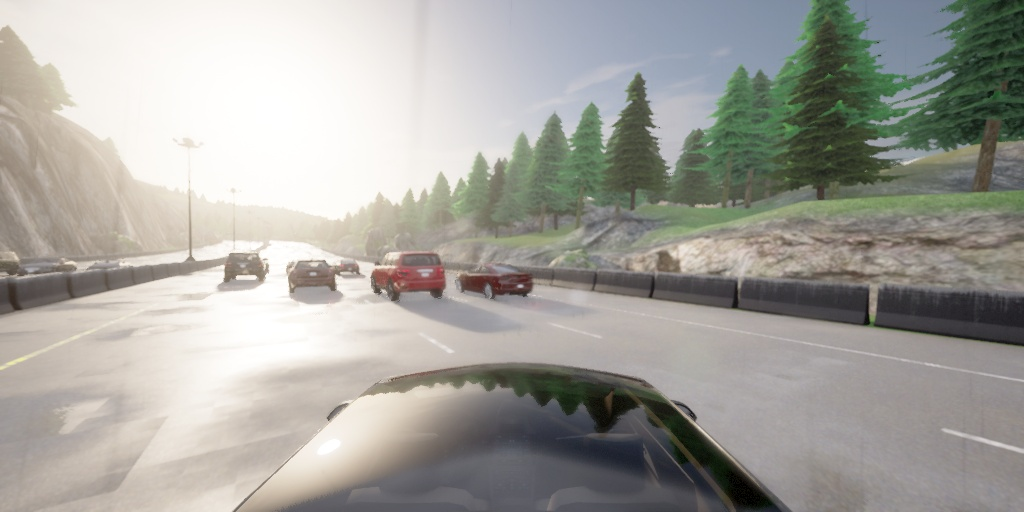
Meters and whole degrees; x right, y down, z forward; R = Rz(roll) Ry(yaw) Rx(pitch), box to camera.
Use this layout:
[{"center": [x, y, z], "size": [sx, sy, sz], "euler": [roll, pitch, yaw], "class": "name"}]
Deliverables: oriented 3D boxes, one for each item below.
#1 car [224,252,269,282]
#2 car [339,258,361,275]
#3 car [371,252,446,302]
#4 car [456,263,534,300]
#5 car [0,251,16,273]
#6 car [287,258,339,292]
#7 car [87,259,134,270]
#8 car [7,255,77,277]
[{"center": [-18.923, 0.702, 25.577], "size": [2.150, 2.045, 5.566], "euler": [0, 1, -32], "class": "car"}, {"center": [-15.137, 0.942, 32.706], "size": [1.812, 1.442, 4.674], "euler": [0, 1, -32], "class": "car"}, {"center": [-4.869, 0.816, 16.463], "size": [2.150, 2.045, 5.566], "euler": [0, 1, -32], "class": "car"}, {"center": [-0.973, 1.076, 16.855], "size": [1.882, 1.535, 5.008], "euler": [0, 1, -32], "class": "car"}, {"center": [-41.196, 0.633, 27.848], "size": [2.150, 2.045, 5.566], "euler": [0, 1, -32], "class": "car"}, {"center": [-11.071, 0.904, 19.715], "size": [2.097, 1.767, 4.553], "euler": [0, 1, -32], "class": "car"}, {"center": [-35.341, 0.958, 31.692], "size": [1.994, 1.385, 4.181], "euler": [0, 1, -32], "class": "car"}, {"center": [-38.147, 0.899, 29.574], "size": [2.128, 1.511, 4.902], "euler": [0, 1, -32], "class": "car"}]
